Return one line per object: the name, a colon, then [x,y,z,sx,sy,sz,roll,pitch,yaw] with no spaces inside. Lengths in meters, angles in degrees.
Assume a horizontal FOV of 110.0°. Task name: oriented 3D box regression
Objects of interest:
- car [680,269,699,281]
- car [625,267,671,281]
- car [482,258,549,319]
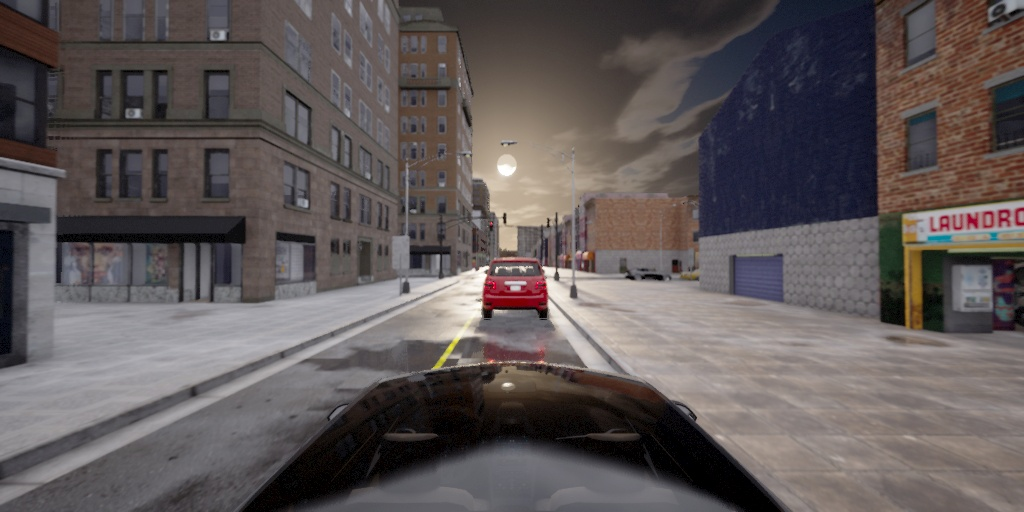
car: [19.033,1.792,35.000,4.829,1.417,1.751,0,0,0]
car: [13.240,1.788,34.992,4.313,1.339,1.948,0,0,0]
car: [0.107,1.094,13.521,2.150,2.045,5.566,0,-1,0]
